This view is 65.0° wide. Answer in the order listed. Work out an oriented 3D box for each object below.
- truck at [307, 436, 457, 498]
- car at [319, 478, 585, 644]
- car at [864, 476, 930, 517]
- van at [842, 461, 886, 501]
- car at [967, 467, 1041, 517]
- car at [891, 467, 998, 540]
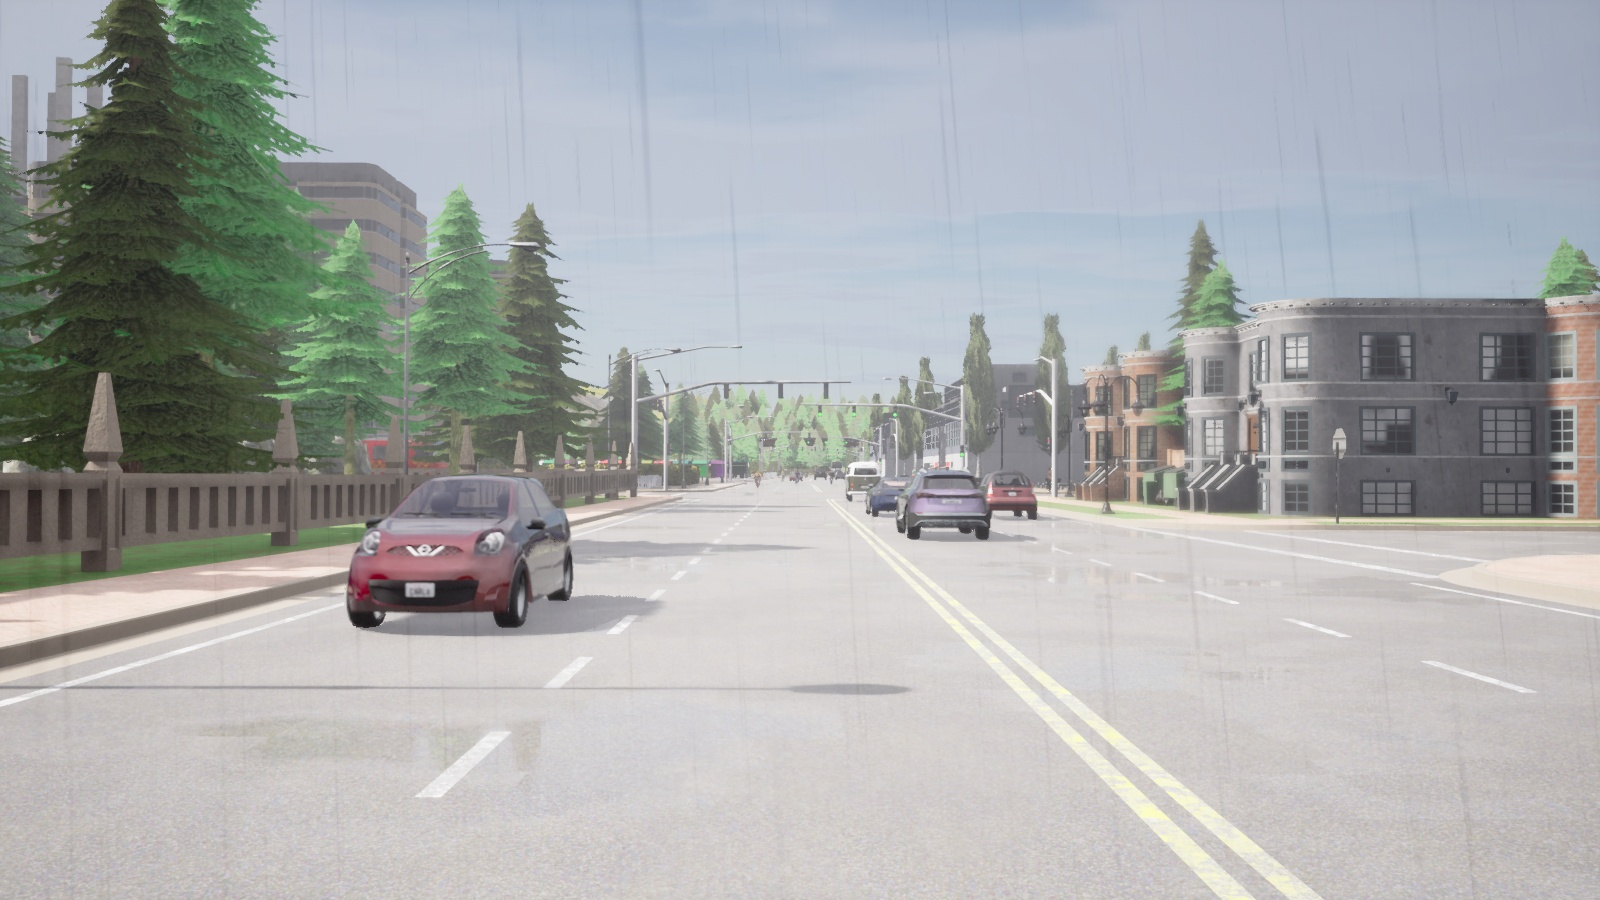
[{"bbox_3d":[-26.196,1.079,79.044,8.468,3.827,2.891,0,-1,0],"label":"truck"},{"bbox_3d":[-3.530,1.068,13.425,1.845,1.501,3.633,0,-1,0],"label":"car"},{"bbox_3d":[3.400,1.615,44.772,1.994,1.385,4.181,0,-1,0],"label":"car"},{"bbox_3d":[3.349,1.637,66.401,2.069,2.038,4.480,0,-1,0],"label":"van"},{"bbox_3d":[6.904,1.402,42.788,1.851,1.617,3.988,0,-1,0],"label":"car"},{"bbox_3d":[3.431,1.245,30.668,2.033,1.649,4.856,0,-1,0],"label":"car"}]
